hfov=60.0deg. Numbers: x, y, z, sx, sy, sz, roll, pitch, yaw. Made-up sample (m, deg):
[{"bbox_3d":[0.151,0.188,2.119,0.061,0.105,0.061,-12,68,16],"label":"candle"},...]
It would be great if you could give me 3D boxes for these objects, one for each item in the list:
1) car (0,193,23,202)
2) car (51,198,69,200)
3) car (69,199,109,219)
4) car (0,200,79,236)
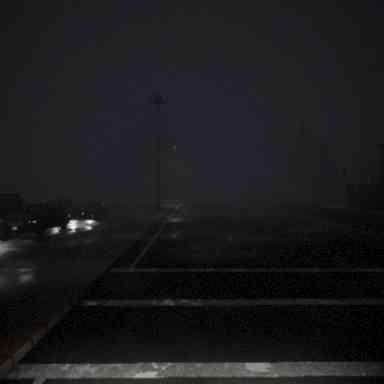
[{"bbox_3d":[-11.555,1.098,18.747,2.150,2.045,5.566,0,0,1],"label":"car"},{"bbox_3d":[-11.543,1.314,28.911,1.837,1.490,4.892,0,0,0],"label":"car"},{"bbox_3d":[-8.037,1.389,26.516,1.994,1.385,4.181,0,0,1],"label":"car"},{"bbox_3d":[-8.071,1.375,17.607,2.128,1.511,4.902,0,0,0],"label":"car"}]
